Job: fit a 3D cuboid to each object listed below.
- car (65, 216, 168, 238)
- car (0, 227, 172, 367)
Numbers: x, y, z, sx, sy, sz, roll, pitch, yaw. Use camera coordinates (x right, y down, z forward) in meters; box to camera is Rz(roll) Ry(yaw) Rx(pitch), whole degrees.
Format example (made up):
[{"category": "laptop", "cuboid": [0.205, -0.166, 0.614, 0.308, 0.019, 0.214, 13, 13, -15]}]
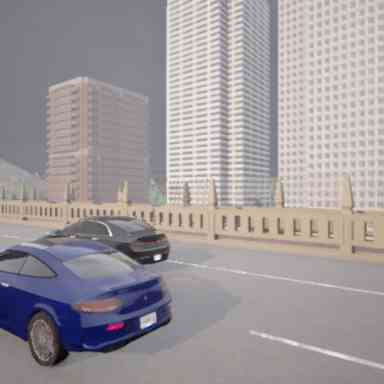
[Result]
[{"category": "car", "cuboid": [-2.896, 1.511, 10.355, 4.892, 1.490, 1.837, 0, 0, 35]}, {"category": "car", "cuboid": [-2.451, 1.529, 5.738, 4.674, 1.442, 1.812, 0, 0, 35]}]
